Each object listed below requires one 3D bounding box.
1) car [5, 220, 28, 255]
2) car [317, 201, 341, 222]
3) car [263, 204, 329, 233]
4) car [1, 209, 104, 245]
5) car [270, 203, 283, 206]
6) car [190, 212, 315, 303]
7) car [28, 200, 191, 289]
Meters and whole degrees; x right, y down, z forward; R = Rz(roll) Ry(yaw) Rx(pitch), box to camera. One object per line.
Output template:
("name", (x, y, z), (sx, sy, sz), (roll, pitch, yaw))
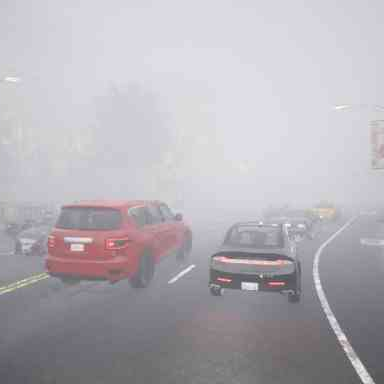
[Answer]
("car", (-4.375, 1.492, 12.814), (2.128, 1.511, 4.902), (0, 0, 21))
("car", (10.572, 1.456, 26.265), (1.801, 1.575, 5.366), (0, 0, 30))
("car", (5.551, 1.547, 17.309), (2.033, 1.411, 5.357), (0, 0, 29))
("car", (-6.659, 1.601, 16.540), (1.895, 1.301, 4.718), (0, 0, 24))
("car", (7.500, 1.601, 27.737), (1.895, 1.301, 4.718), (0, 0, 30))
("car", (1.691, 1.492, 8.355), (2.128, 1.511, 4.902), (0, 0, 15))
("car", (-1.662, 1.224, 9.483), (2.150, 2.045, 5.566), (0, 0, 15))
